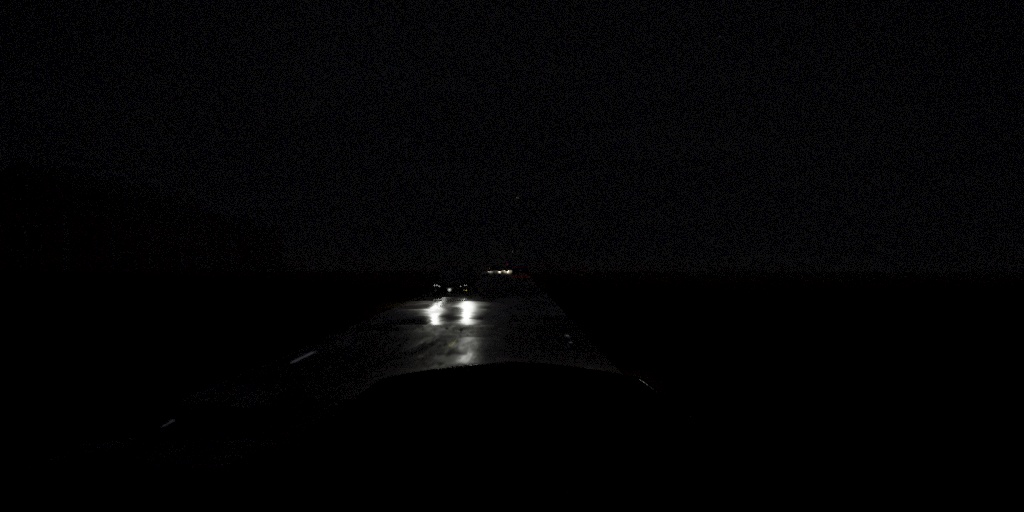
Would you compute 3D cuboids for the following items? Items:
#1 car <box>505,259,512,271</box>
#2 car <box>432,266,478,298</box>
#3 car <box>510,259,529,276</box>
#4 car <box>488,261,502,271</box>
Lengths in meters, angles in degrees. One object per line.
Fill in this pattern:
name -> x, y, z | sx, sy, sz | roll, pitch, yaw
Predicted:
car -> -0.009, 1.521, 59.615 | 2.150, 2.045, 5.566 | 0, -1, 0
car -> -2.852, 1.300, 18.768 | 1.837, 1.490, 4.892 | 0, 0, 0
car -> 0.955, 1.432, 41.416 | 1.882, 1.535, 5.008 | 0, -1, 0
car -> -2.804, 1.672, 60.320 | 2.097, 1.767, 4.553 | 0, -1, 1
